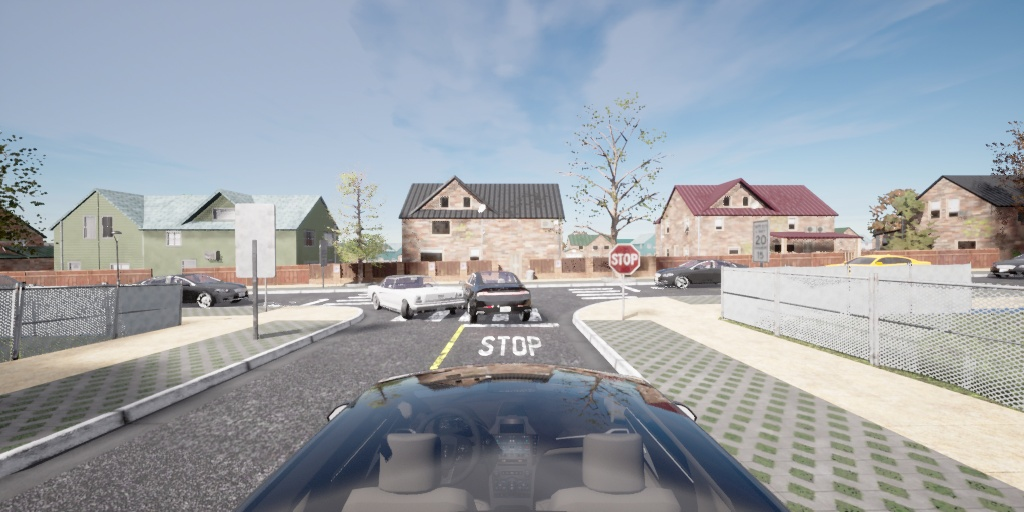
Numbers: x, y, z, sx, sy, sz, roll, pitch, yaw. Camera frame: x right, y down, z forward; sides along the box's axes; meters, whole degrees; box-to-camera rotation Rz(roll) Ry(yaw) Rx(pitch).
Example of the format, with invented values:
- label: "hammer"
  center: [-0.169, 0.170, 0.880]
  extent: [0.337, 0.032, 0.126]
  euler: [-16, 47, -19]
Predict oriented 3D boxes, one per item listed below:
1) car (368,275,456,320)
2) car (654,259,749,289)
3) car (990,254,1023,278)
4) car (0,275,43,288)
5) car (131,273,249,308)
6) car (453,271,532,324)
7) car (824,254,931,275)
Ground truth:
- label: "car"
  center: [-3.600, 1.368, 13.015]
  extent: [1.895, 1.301, 4.718]
  euler: [0, 0, -38]
- label: "car"
  center: [10.333, 0.926, 19.562]
  extent: [4.902, 1.511, 2.128]
  euler: [-1, 1, 0]
- label: "car"
  center: [29.388, 0.478, 19.632]
  extent: [4.902, 1.511, 2.128]
  euler: [-1, 1, 0]
- label: "car"
  center: [-24.237, 1.648, 16.473]
  extent: [4.553, 1.767, 2.097]
  euler: [-1, 1, 0]
- label: "car"
  center: [-14.900, 1.566, 16.512]
  extent: [4.902, 1.511, 2.128]
  euler: [-1, 1, 0]
- label: "car"
  center: [-0.684, 1.243, 12.155]
  extent: [2.128, 1.511, 4.902]
  euler: [0, 0, -12]
- label: "car"
  center: [19.764, 0.690, 19.597]
  extent: [5.008, 1.535, 1.882]
  euler: [-1, 1, -1]
